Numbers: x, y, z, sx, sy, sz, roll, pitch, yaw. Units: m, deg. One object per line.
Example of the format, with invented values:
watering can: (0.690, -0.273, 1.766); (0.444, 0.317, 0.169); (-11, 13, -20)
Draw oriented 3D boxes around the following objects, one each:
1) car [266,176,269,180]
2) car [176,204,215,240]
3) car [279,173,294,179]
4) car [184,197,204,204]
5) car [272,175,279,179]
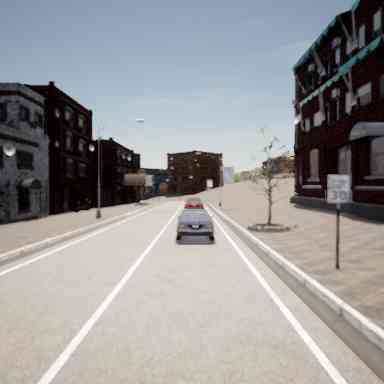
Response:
car: (22.407, -3.797, 90.030); (2.002, 1.452, 4.674); (0, 1, -2)
car: (0.148, 1.546, 17.028); (2.033, 1.411, 5.357); (0, 0, 0)
car: (23.189, -3.761, 78.984); (2.185, 1.767, 4.553); (0, 1, -5)
car: (0.219, 1.349, 35.877); (2.097, 1.767, 4.553); (0, 0, 0)
car: (22.740, -3.736, 84.492); (2.097, 1.535, 5.008); (0, 1, -3)
